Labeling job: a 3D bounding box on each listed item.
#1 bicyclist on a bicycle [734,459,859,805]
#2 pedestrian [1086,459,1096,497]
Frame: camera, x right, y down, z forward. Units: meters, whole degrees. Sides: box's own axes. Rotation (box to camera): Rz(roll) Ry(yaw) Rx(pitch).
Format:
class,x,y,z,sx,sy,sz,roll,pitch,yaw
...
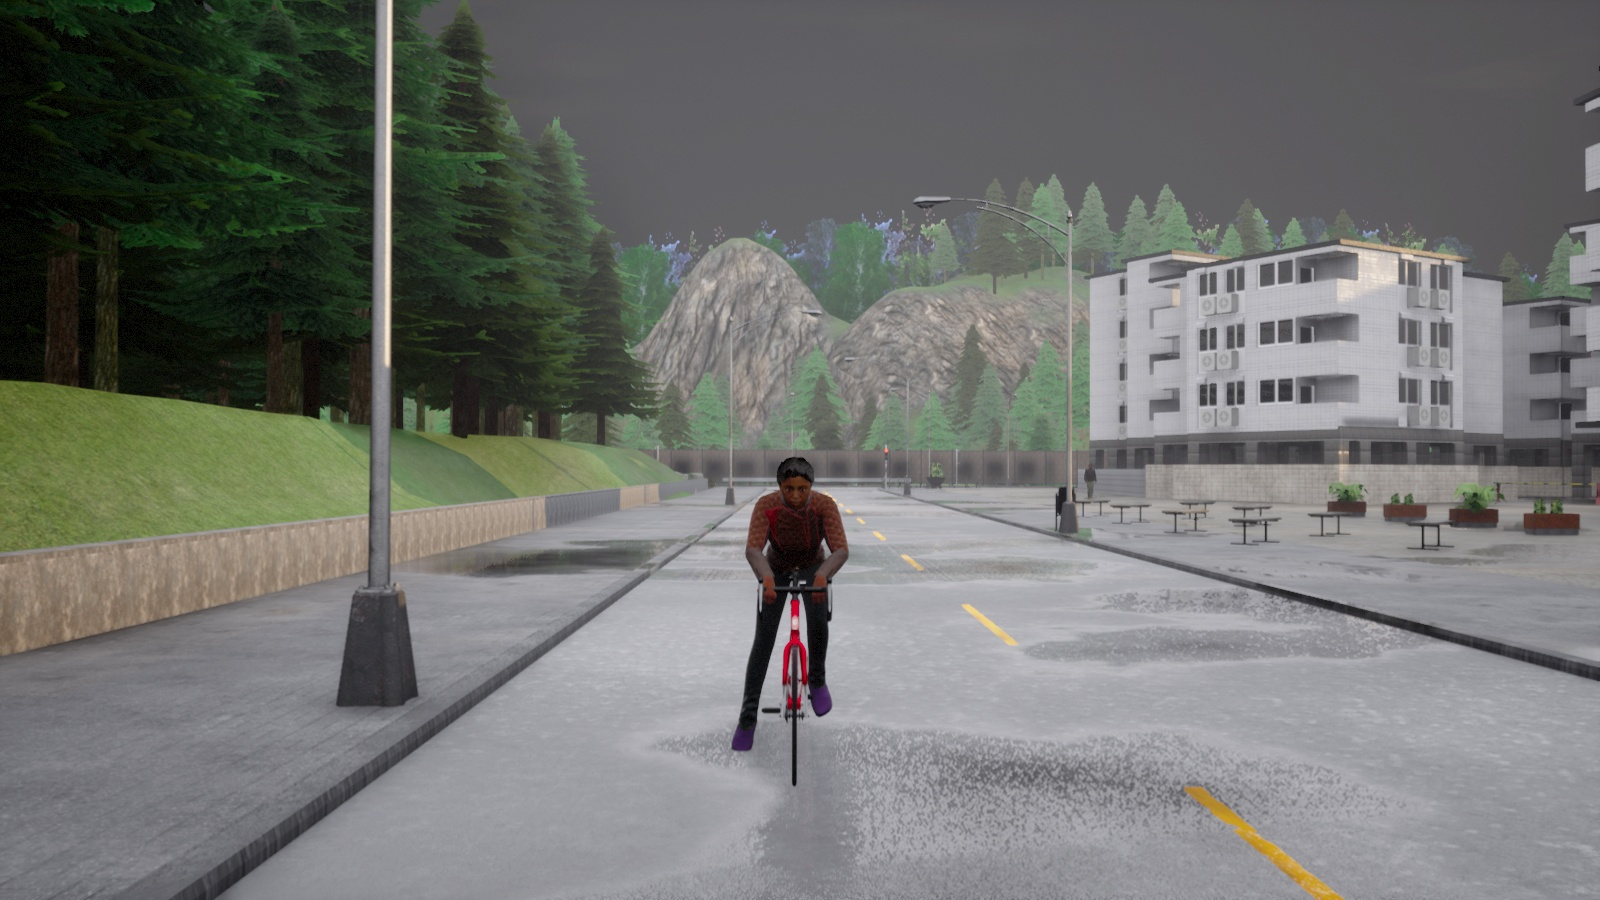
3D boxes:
class,x,y,z,sx,sy,sz,roll,pitch,yaw
bicyclist on a bicycle,-0.019,0.862,6.725,0.582,1.620,1.656,0,-1,0
pedestrian,13.993,1.346,60.408,0.431,1.840,0.703,0,-1,9
